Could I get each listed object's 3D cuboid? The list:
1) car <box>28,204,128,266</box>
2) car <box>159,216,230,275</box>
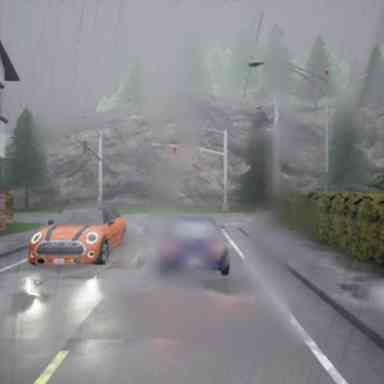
[{"bbox_3d":[-3.593,1.268,11.259,2.097,1.767,4.553,0,0,0],"label":"car"},{"bbox_3d":[0.062,1.451,10.054,1.812,1.442,4.674,0,0,0],"label":"car"}]
